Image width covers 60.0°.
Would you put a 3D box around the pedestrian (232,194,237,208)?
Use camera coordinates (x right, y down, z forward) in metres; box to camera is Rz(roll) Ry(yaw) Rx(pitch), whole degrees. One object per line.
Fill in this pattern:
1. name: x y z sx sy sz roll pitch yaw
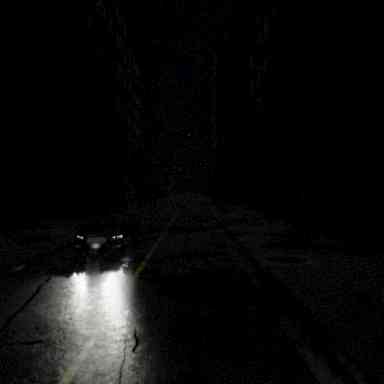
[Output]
1. pedestrian: 5.549 1.171 43.292 0.375 1.860 0.375 0 0 0

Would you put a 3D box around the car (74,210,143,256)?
1. car: -3.127 1.496 13.257 2.128 1.511 4.902 0 0 0

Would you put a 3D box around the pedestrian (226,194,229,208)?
1. pedestrian: 4.550 1.147 42.690 0.375 1.860 0.375 0 0 0

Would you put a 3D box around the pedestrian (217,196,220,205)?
1. pedestrian: 3.548 1.087 43.887 0.500 1.100 0.500 0 0 0
